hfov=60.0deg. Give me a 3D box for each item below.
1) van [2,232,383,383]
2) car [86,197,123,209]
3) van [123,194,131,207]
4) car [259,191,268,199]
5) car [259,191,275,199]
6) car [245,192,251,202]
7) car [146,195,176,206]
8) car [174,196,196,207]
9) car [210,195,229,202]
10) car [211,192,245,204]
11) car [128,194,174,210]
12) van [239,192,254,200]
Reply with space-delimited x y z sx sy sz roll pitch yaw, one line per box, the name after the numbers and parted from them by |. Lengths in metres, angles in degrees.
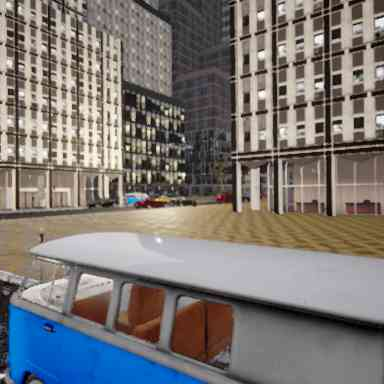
-0.024 1.341 2.906 3.998 1.788 1.690 0 -1 36 | van
-11.281 1.388 41.983 1.947 1.339 4.313 0 0 36 | car
-7.948 1.120 46.532 1.690 1.788 3.998 0 0 36 | van
15.391 1.014 78.379 1.887 1.381 4.507 0 0 36 | car
18.723 0.739 82.927 2.192 1.841 5.009 0 0 36 | car
8.833 1.089 55.254 2.008 1.369 4.403 0 0 36 | car
-4.713 1.262 50.945 1.752 1.417 4.829 0 0 36 | car
-1.165 1.218 41.611 2.008 1.369 4.403 0 0 36 | car
5.389 1.187 64.731 1.802 1.307 4.206 0 0 36 | car
5.498 0.896 50.705 2.192 1.841 5.009 0 0 36 | car
-4.498 1.255 37.063 1.887 1.381 4.507 0 0 36 | car
12.056 0.856 73.829 1.690 1.788 3.998 0 0 36 | van
